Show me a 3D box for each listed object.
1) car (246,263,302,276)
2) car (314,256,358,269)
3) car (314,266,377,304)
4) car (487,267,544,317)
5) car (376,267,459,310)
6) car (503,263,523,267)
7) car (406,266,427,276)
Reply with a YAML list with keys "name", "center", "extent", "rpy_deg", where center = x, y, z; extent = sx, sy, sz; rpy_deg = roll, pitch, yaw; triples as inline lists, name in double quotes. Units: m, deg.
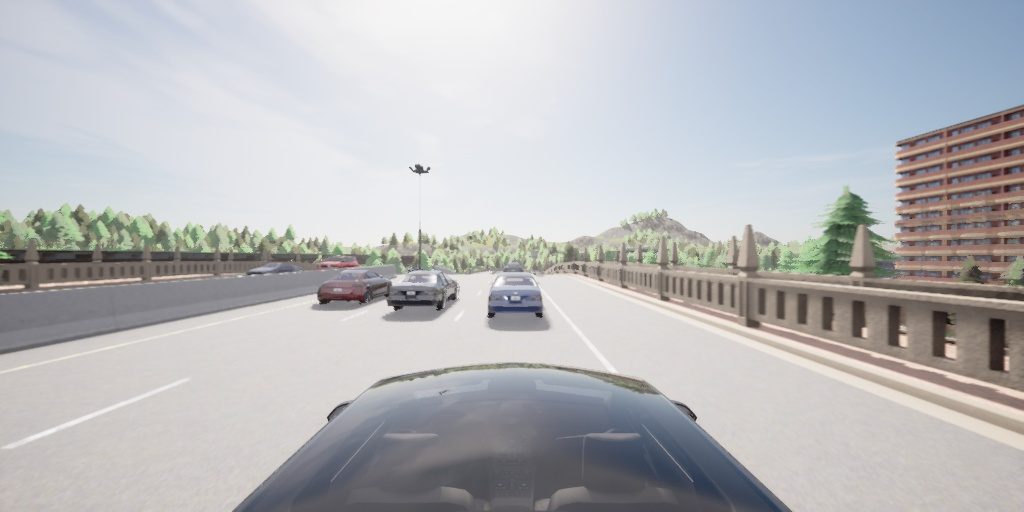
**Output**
- name: "car"
  center: [-21.058, 1.292, 32.117]
  extent: [2.033, 1.411, 5.357]
  rpy_deg: [0, 0, 0]
- name: "car"
  center: [-17.555, 1.008, 36.215]
  extent: [2.150, 2.045, 5.566]
  rpy_deg: [0, -1, 0]
- name: "car"
  center: [-6.899, 1.311, 16.196]
  extent: [1.994, 1.385, 4.181]
  rpy_deg: [0, 0, 0]
- name: "car"
  center: [0.101, 1.296, 13.144]
  extent: [2.033, 1.411, 5.357]
  rpy_deg: [0, 0, 0]
- name: "car"
  center: [-3.399, 1.295, 14.555]
  extent: [2.033, 1.411, 5.357]
  rpy_deg: [0, 0, 0]
- name: "car"
  center: [0.102, 1.338, 35.387]
  extent: [1.994, 1.385, 4.181]
  rpy_deg: [0, -1, 0]
- name: "car"
  center: [-13.996, 2.265, 52.729]
  extent: [1.895, 1.301, 4.718]
  rpy_deg: [0, -5, 0]
